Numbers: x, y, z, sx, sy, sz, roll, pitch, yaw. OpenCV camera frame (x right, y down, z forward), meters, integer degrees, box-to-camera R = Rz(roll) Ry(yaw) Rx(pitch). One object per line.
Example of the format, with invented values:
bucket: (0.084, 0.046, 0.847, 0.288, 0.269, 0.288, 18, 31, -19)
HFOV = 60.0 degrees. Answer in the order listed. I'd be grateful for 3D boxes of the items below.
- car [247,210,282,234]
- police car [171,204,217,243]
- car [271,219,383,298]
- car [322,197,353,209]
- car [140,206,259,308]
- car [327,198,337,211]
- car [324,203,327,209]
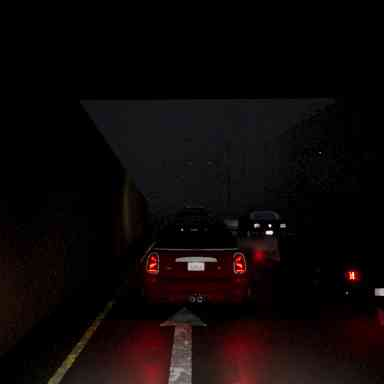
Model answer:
car: (3.600, 1.601, 17.656, 1.895, 1.301, 4.718, 0, 0, 0)
police car: (0.096, 1.504, 17.210, 2.038, 1.542, 4.974, 0, 0, 0)
car: (3.607, 1.601, 8.499, 1.895, 1.301, 4.718, 0, 0, 0)
car: (17.574, 1.295, 40.008, 1.853, 1.218, 4.536, 0, 0, 45)
car: (0.083, 1.352, 8.085, 2.097, 1.767, 4.553, 0, 0, 0)
car: (17.433, 1.453, 35.364, 2.038, 1.542, 4.974, 0, 0, -35)
car: (17.537, 1.453, 39.971, 2.038, 1.542, 4.974, 0, 0, 45)
